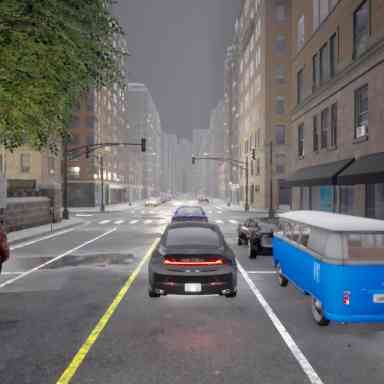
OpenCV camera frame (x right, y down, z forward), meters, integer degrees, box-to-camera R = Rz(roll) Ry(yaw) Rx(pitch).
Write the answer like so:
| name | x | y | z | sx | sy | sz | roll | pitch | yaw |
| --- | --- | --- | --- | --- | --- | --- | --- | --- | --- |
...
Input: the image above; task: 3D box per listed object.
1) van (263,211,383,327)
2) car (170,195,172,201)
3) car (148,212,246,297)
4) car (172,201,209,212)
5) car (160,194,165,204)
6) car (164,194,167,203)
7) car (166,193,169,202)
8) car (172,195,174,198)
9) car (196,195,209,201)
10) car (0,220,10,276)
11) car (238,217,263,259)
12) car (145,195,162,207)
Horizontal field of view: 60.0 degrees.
| name | x | y | z | sx | sy | sz | roll | pitch | yaw |
| --- | --- | --- | --- | --- | --- | --- | --- | --- | --- |
| van | 2.808 | 1.340 | 6.783 | 1.690 | 1.788 | 3.998 | 0 | 0 | 0 |
| car | -6.270 | 1.522 | 77.617 | 2.008 | 1.369 | 4.403 | 0 | 0 | 0 |
| car | 0.009 | 1.503 | 8.525 | 1.837 | 1.490 | 4.892 | 0 | 0 | 0 |
| car | -0.103 | 1.472 | 18.020 | 1.882 | 1.535 | 5.008 | 0 | 0 | 0 |
| car | -6.099 | 1.521 | 55.814 | 2.008 | 1.369 | 4.403 | 0 | 0 | 0 |
| car | -6.142 | 1.514 | 61.265 | 1.887 | 1.381 | 4.507 | 0 | 0 | 0 |
| car | -6.185 | 1.514 | 66.716 | 1.887 | 1.381 | 4.507 | 0 | 0 | 0 |
| car | -6.313 | 1.289 | 83.068 | 2.192 | 1.841 | 5.009 | 0 | 0 | 0 |
| car | 2.339 | 1.409 | 66.818 | 1.967 | 1.590 | 4.097 | 0 | 0 | 0 |
| car | -5.716 | 1.314 | 6.676 | 2.192 | 1.841 | 5.009 | 0 | 0 | 0 |
| car | 2.765 | 1.563 | 12.443 | 1.947 | 1.339 | 4.313 | 0 | 0 | 0 |
| car | -6.056 | 1.498 | 50.194 | 1.752 | 1.417 | 4.829 | 0 | 0 | 0 |
